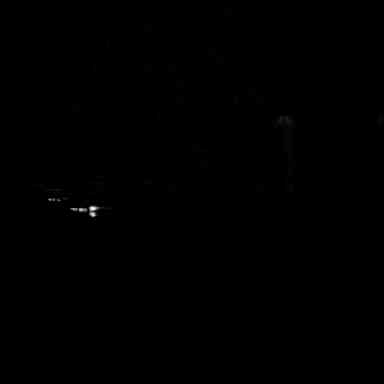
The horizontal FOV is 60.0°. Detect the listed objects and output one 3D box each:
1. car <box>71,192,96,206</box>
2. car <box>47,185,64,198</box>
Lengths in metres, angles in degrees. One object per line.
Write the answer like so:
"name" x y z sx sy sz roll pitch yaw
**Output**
"car" -11.589 0.736 35.181 1.994 1.385 4.181 -1 2 -29
"car" -22.531 -0.123 54.686 2.150 2.045 5.566 -1 2 -29
